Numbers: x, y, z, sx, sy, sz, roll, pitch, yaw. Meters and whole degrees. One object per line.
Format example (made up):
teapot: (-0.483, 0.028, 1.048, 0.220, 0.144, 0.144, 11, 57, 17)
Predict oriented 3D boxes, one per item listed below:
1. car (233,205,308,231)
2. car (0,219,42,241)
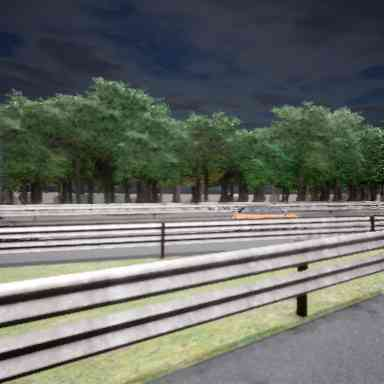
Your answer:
car: (4.757, 1.605, 20.328, 4.553, 1.767, 2.097, 0, 0, -19)
car: (-9.827, 1.799, 15.331, 5.357, 1.411, 2.033, 0, 0, -19)
